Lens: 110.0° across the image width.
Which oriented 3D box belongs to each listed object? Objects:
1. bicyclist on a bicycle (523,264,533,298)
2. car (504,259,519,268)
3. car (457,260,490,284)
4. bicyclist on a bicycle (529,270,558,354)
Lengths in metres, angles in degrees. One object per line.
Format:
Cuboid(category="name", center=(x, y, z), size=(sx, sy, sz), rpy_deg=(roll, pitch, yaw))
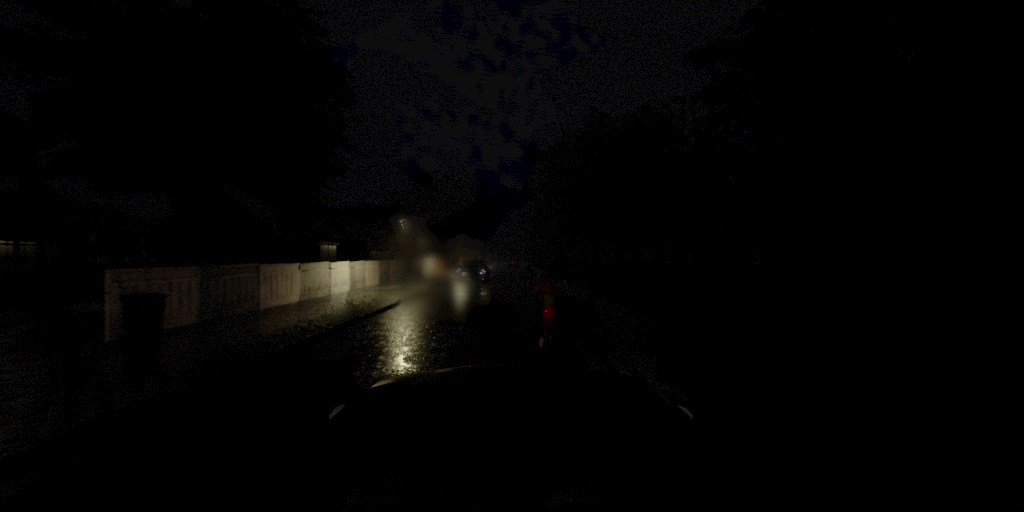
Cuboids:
Cuboid(category="bicyclist on a bicycle", center=(0.786, 1.212, 16.868), size=(0.582, 1.620, 1.656), rpy_deg=(0, 0, 0))
Cuboid(category="car", center=(0.227, 1.298, 60.494), size=(2.128, 1.511, 4.902), rpy_deg=(0, 0, 0))
Cuboid(category="car", center=(-2.797, 1.118, 26.914), size=(2.097, 1.767, 4.553), rpy_deg=(0, 0, 0))
Cuboid(category="bicyclist on a bicycle", center=(0.766, 1.206, 7.867), size=(0.582, 1.620, 1.656), rpy_deg=(0, 0, 0))
